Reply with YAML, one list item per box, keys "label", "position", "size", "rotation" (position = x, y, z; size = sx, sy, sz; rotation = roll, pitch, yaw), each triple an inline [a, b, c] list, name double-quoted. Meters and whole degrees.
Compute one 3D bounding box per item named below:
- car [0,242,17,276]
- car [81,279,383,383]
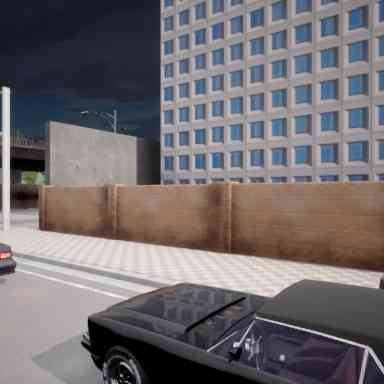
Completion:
- label: "car"
  position: [-6.762, 1.547, 8.821]
  size: [5.357, 1.411, 2.033]
  rotation: [0, 0, 36]
- label: "car"
  position: [1.042, 1.601, 3.242]
  size: [4.718, 1.301, 1.895]
  rotation: [0, 0, 36]
